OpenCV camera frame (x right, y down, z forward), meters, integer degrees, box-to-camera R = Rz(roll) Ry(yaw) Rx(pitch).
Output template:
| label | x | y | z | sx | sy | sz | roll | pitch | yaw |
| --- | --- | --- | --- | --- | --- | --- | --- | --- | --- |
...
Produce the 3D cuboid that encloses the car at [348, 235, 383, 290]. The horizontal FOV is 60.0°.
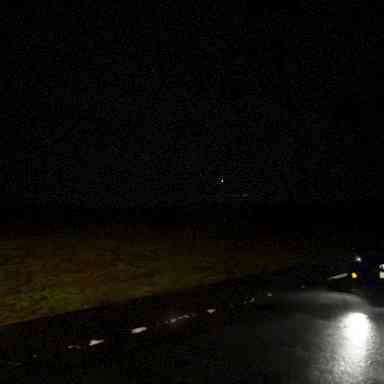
| label | x | y | z | sx | sy | sz | roll | pitch | yaw |
| --- | --- | --- | --- | --- | --- | --- | --- | --- | --- |
| car | 5.653 | 1.546 | 8.019 | 4.181 | 1.385 | 1.994 | 0 | 0 | -35 |
